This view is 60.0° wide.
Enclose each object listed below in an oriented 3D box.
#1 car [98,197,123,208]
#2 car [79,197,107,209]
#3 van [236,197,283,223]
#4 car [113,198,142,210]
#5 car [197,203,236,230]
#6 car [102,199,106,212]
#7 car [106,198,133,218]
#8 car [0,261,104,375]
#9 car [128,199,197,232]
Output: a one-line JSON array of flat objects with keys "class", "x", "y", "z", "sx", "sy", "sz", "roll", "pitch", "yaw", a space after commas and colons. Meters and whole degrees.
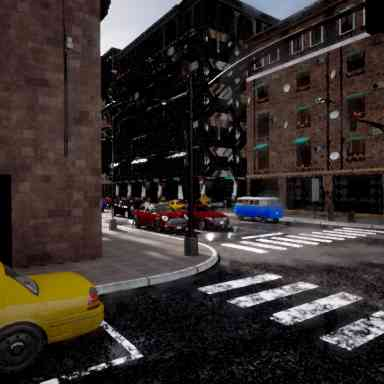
[{"class": "car", "x": -11.748, "y": 1.463, "z": 47.822, "sx": 1.887, "sy": 1.381, "sz": 4.507, "roll": -1, "pitch": 0, "yaw": -36}, {"class": "car", "x": -13.767, "y": 1.484, "z": 46.196, "sx": 2.033, "sy": 1.411, "sz": 5.357, "roll": -1, "pitch": 0, "yaw": -36}, {"class": "van", "x": 4.904, "y": 1.280, "z": 24.931, "sx": 1.690, "sy": 1.788, "sz": 3.998, "roll": 0, "pitch": 0, "yaw": -36}, {"class": "car", "x": -8.417, "y": 1.463, "z": 43.244, "sx": 1.887, "sy": 1.381, "sz": 4.507, "roll": -1, "pitch": 0, "yaw": -36}, {"class": "car", "x": 0.416, "y": 1.508, "z": 21.261, "sx": 1.812, "sy": 1.442, "sz": 4.674, "roll": -1, "pitch": 0, "yaw": -34}, {"class": "car", "x": -11.903, "y": 1.182, "z": 38.205, "sx": 2.150, "sy": 2.045, "sz": 5.566, "roll": -1, "pitch": 0, "yaw": -36}, {"class": "car", "x": -5.630, "y": 1.473, "z": 29.566, "sx": 1.837, "sy": 1.490, "sz": 4.892, "roll": -1, "pitch": 0, "yaw": -36}, {"class": "car", "x": -3.574, "y": 1.525, "z": 4.015, "sx": 4.829, "sy": 1.417, "sz": 1.752, "roll": 0, "pitch": 0, "yaw": -36}, {"class": "car", "x": -1.883, "y": 1.441, "z": 20.016, "sx": 1.967, "sy": 1.590, "sz": 4.097, "roll": 0, "pitch": 0, "yaw": -36}]
